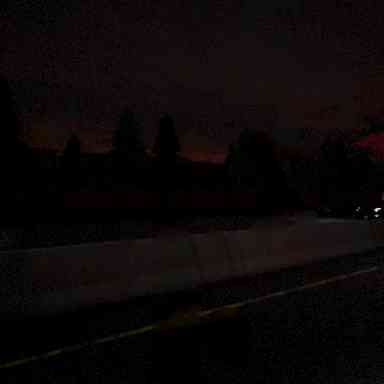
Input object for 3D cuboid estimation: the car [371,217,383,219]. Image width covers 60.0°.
[{"bbox_3d":[15.915,1.444,28.275,4.553,1.767,2.097,0,0,-36],"label":"car"}]
